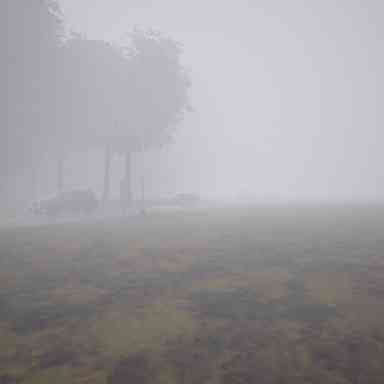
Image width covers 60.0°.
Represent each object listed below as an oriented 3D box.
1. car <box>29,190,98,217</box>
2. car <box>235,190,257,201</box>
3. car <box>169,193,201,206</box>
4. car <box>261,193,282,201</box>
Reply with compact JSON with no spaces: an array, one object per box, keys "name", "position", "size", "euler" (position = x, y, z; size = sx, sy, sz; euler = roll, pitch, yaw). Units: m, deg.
[{"name":"car","position":[-10.382,0.860,27.317],"size":[2.150,2.045,5.566],"euler":[1,2,35]},{"name":"car","position":[8.753,0.496,53.718],"size":[2.097,1.767,4.553],"euler":[1,1,36]},{"name":"car","position":[-0.745,0.869,40.677],"size":[1.837,1.490,4.892],"euler":[1,1,36]},{"name":"car","position":[13.240,0.735,55.093],"size":[1.895,1.301,4.718],"euler":[1,1,36]}]
